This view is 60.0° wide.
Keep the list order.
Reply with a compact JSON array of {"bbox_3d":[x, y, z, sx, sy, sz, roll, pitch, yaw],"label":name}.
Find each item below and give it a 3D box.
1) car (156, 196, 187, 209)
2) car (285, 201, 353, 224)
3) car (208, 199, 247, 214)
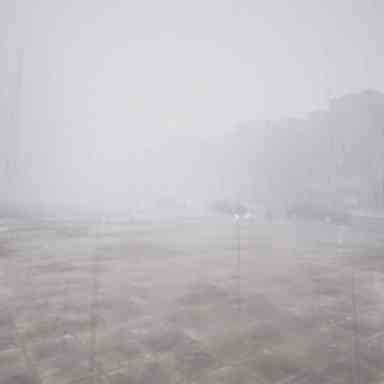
[{"bbox_3d":[-2.554,1.198,40.683,2.128,1.511,4.902,-2,2,-35],"label":"car"},{"bbox_3d":[9.116,1.435,24.191,1.837,1.490,4.892,-2,2,-35],"label":"car"},{"bbox_3d":[3.367,1.385,32.306,1.994,1.385,4.181,-2,2,-36],"label":"car"}]
